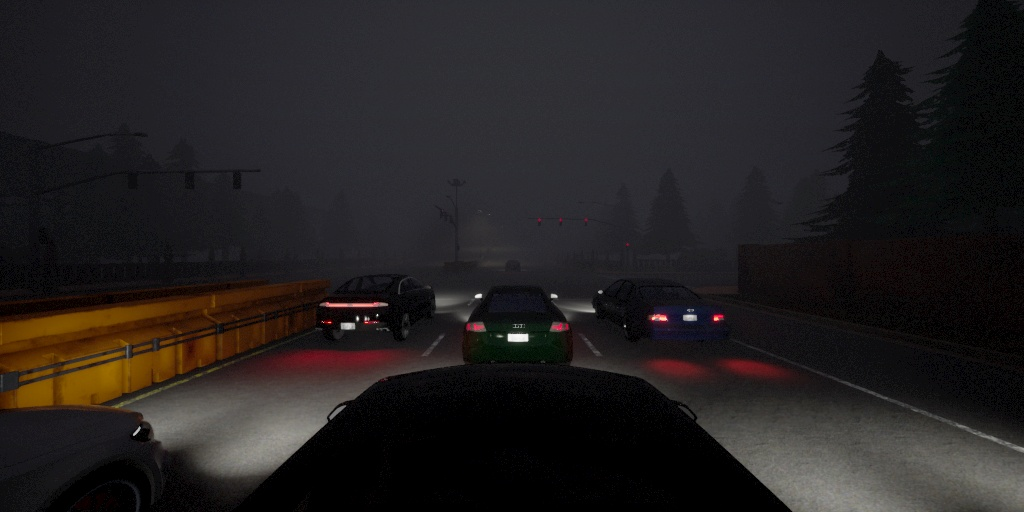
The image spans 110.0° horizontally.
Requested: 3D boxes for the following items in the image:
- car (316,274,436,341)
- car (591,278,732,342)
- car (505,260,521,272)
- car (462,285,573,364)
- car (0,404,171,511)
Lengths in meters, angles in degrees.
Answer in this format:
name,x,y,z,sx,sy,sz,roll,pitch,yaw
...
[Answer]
name,x,y,z,sx,sy,sz,roll,pitch,yaw
car,-3.399,1.241,9.857,2.128,1.511,4.902,0,0,0
car,3.600,1.297,9.763,2.033,1.411,5.357,0,0,0
car,0.101,1.228,46.046,1.882,1.535,5.008,0,0,0
car,0.099,1.314,7.906,1.994,1.385,4.181,0,0,0
car,-3.403,1.276,0.621,1.812,1.442,4.674,0,0,0
